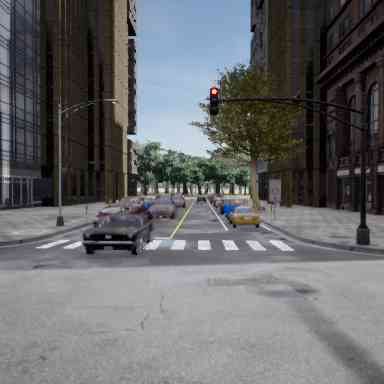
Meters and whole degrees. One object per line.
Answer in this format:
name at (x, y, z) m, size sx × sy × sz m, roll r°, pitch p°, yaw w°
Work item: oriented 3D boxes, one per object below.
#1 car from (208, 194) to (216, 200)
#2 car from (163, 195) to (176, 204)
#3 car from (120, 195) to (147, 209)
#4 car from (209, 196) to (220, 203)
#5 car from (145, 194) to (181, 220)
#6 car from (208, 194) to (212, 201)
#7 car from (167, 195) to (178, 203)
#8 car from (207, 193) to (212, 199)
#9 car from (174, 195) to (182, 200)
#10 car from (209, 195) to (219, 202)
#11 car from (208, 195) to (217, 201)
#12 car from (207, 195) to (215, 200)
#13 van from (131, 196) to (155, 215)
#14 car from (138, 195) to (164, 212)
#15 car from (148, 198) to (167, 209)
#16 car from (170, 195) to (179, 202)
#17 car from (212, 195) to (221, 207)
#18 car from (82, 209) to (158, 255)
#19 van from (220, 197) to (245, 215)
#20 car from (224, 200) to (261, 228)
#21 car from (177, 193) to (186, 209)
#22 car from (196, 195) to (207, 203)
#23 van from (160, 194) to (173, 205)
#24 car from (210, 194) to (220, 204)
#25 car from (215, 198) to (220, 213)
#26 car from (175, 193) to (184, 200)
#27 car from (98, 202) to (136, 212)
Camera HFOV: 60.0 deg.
car at (5.002, 1.355, 84.342) m, size 1.752 × 1.417 × 4.829 m, roll 0°, pitch 0°, yaw 2°
car at (-4.118, 1.336, 61.680) m, size 1.967 × 1.590 × 4.097 m, roll 0°, pitch 0°, yaw 2°
car at (-5.010, 1.290, 27.614) m, size 2.192 × 1.841 × 5.009 m, roll -1°, pitch 0°, yaw 2°
car at (4.553, 1.431, 67.141) m, size 2.008 × 1.369 × 4.403 m, roll -1°, pitch 0°, yaw 2°
car at (-2.334, 1.326, 27.707) m, size 2.097 × 1.767 × 4.553 m, roll 0°, pitch 0°, yaw 2°
car at (4.257, 1.462, 55.786) m, size 2.008 × 1.369 × 4.403 m, roll -1°, pitch 0°, yaw 2°
car at (-3.969, 1.425, 67.358) m, size 1.887 × 1.381 × 4.507 m, roll 0°, pitch 0°, yaw 2°
car at (4.403, 1.211, 61.463) m, size 2.192 × 1.841 × 5.009 m, roll -1°, pitch 0°, yaw 2°
car at (-3.524, 1.375, 84.391) m, size 1.887 × 1.381 × 4.507 m, roll 0°, pitch 0°, yaw 2°
car at (4.702, 1.415, 72.817) m, size 2.008 × 1.369 × 4.403 m, roll 0°, pitch 0°, yaw 2°
car at (4.850, 1.429, 78.495) m, size 1.802 × 1.307 × 4.206 m, roll 0°, pitch 0°, yaw 2°
car at (5.147, 1.379, 89.849) m, size 1.947 × 1.339 × 4.313 m, roll 0°, pitch 0°, yaw 2°
van at (-4.861, 1.306, 33.292) m, size 1.690 × 1.788 × 3.998 m, roll -1°, pitch 0°, yaw 2°
car at (-4.713, 1.268, 38.970) m, size 2.192 × 1.841 × 5.009 m, roll -1°, pitch 0°, yaw 2°
car at (-4.562, 1.491, 44.648) m, size 2.008 × 1.369 × 4.403 m, roll -1°, pitch 0°, yaw 2°
car at (-3.820, 1.446, 73.036) m, size 1.802 × 1.307 × 4.206 m, roll 0°, pitch 0°, yaw 2°
car at (3.965, 1.465, 44.602) m, size 1.752 × 1.417 × 4.829 m, roll -1°, pitch 0°, yaw 2°
car at (-2.707, 1.570, 13.195) m, size 1.895 × 1.301 × 4.718 m, roll 0°, pitch -1°, yaw 1°
van at (3.513, 1.316, 27.400) m, size 1.690 × 1.788 × 3.998 m, roll -1°, pitch 0°, yaw 2°
car at (3.371, 1.508, 21.892) m, size 1.752 × 1.417 × 4.829 m, roll -1°, pitch 0°, yaw 2°
car at (-1.897, 1.295, 43.896) m, size 2.097 × 1.767 × 4.553 m, roll 0°, pitch 0°, yaw 2°
car at (1.864, 1.389, 65.866) m, size 1.837 × 1.490 × 4.892 m, roll 0°, pitch 0°, yaw 2°
van at (-4.267, 1.252, 56.003) m, size 1.690 × 1.788 × 3.998 m, roll 0°, pitch 0°, yaw 2°
car at (4.109, 1.471, 50.109) m, size 1.887 × 1.381 × 4.507 m, roll -1°, pitch 0°, yaw 2°
car at (3.664, 1.531, 33.077) m, size 1.947 × 1.339 × 4.313 m, roll -1°, pitch 0°, yaw 2°
car at (-3.378, 1.128, 90.068) m, size 2.192 × 1.841 × 5.009 m, roll 0°, pitch 0°, yaw 2°
car at (-5.155, 1.565, 21.936) m, size 1.802 × 1.307 × 4.206 m, roll -1°, pitch 0°, yaw 2°
